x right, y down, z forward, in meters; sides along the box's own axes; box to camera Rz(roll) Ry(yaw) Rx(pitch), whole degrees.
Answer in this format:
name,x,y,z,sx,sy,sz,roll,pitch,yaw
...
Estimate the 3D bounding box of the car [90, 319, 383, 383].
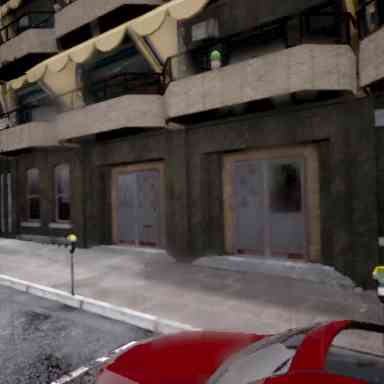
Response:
name,x,y,z,sx,sy,sz,roll,pitch,yaw
car,1.032,1.586,2.154,4.206,1.307,1.802,-1,-2,36
